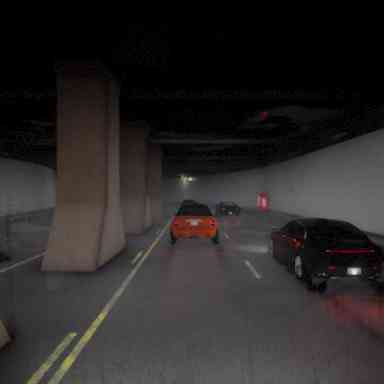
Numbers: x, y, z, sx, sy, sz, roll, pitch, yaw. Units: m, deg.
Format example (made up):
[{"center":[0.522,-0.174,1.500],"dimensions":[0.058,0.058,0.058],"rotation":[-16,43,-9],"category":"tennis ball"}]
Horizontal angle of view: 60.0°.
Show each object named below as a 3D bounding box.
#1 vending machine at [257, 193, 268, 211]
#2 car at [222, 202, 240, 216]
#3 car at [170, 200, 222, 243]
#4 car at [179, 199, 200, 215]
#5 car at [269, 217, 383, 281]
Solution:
[{"center":[8.590,1.200,40.600],"dimensions":[1.100,2.100,0.880],"rotation":[0,0,-7],"category":"vending machine"},{"center":[3.367,1.604,32.516],"dimensions":[1.895,1.301,4.718],"rotation":[0,0,-3],"category":"car"},{"center":[0.099,1.354,16.320],"dimensions":[2.097,1.767,4.553],"rotation":[0,0,0],"category":"car"},{"center":[-0.337,1.529,35.052],"dimensions":[1.812,1.442,4.674],"rotation":[0,0,-4],"category":"car"},{"center":[3.600,1.506,9.801],"dimensions":[1.837,1.490,4.892],"rotation":[0,0,0],"category":"car"}]
